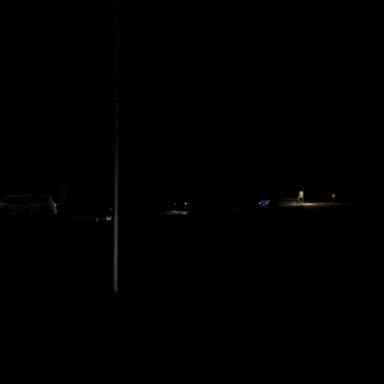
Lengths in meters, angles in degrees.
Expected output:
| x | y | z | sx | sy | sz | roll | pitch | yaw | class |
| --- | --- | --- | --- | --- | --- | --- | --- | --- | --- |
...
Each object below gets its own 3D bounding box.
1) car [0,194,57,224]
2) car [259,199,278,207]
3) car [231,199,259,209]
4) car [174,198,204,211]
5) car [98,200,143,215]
| x | y | z | sx | sy | sz | roll | pitch | yaw | class |
| --- | --- | --- | --- | --- | --- | --- | --- | --- | --- |
| -12.994 | 1.188 | 24.982 | 2.150 | 2.045 | 5.566 | 0 | -1 | 34 | car |
| 13.302 | 1.940 | 57.801 | 1.895 | 1.301 | 4.718 | 0 | -1 | 35 | car |
| 7.608 | 1.743 | 49.535 | 2.128 | 1.511 | 4.902 | 0 | -1 | 35 | car |
| -0.371 | 1.522 | 43.124 | 2.097 | 1.767 | 4.553 | 0 | -1 | 35 | car |
| -7.088 | 1.540 | 33.470 | 1.882 | 1.535 | 5.008 | 0 | -1 | 35 | car |
